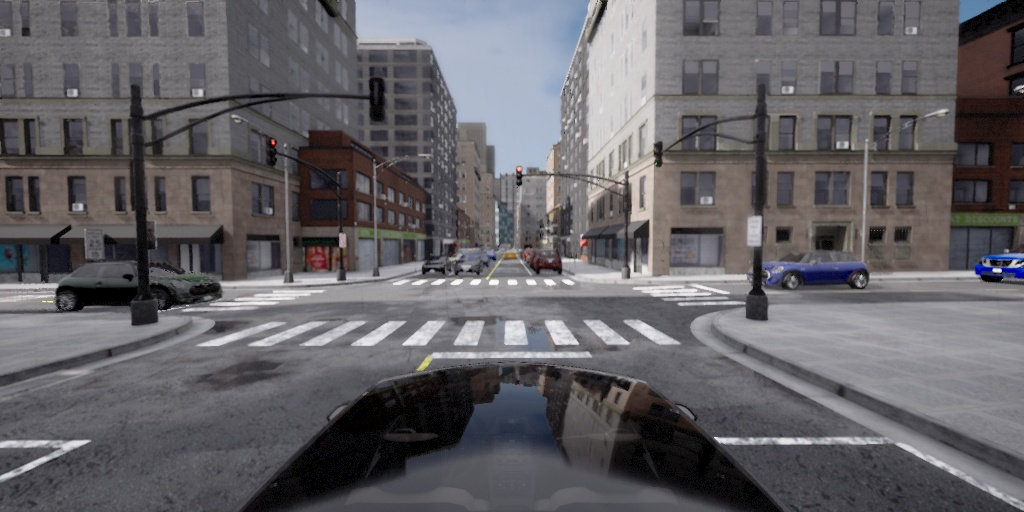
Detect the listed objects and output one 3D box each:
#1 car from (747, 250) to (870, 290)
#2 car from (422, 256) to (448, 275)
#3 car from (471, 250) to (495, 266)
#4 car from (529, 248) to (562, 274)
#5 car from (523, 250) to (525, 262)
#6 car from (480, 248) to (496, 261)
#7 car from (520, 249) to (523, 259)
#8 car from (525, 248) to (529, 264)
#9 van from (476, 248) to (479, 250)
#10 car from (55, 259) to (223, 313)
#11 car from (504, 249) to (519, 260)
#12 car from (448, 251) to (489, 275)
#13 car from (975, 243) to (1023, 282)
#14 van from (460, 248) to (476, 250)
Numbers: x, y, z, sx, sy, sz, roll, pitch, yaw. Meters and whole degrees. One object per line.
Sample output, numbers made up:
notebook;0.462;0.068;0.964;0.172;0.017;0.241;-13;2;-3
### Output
car;13.401;0.545;16.433;4.553;1.767;2.097;-1;2;-1
car;-5.780;0.664;28.141;1.948;1.339;4.313;0;0;0
car;-3.250;0.397;37.914;2.033;1.411;5.357;0;1;0
car;2.746;0.398;28.178;2.192;1.841;5.009;0;0;0
car;2.674;0.187;45.101;1.751;1.417;4.829;0;0;0
car;-3.273;-0.027;51.907;1.882;1.535;5.008;0;1;0
car;2.651;-0.165;50.515;2.192;1.841;5.009;0;0;0
car;2.722;0.258;33.763;2.192;1.841;5.009;0;0;0
van;-5.881;-0.123;50.478;1.690;1.789;3.998;0;0;0
car;-13.354;0.967;13.048;4.553;1.767;2.097;-1;2;0
car;-0.243;-0.165;57.122;1.882;1.535;5.008;0;1;0
car;-3.205;0.607;27.294;2.128;1.511;4.902;0;1;0
car;25.148;0.266;16.552;5.566;2.045;2.150;-1;2;0
van;-5.855;0.018;44.893;1.690;1.789;3.998;0;0;0
